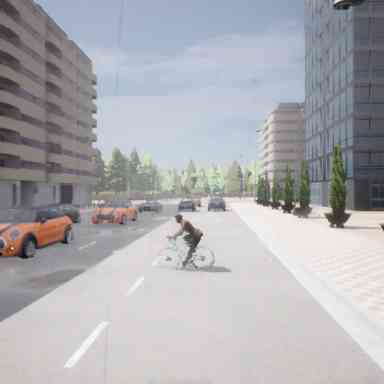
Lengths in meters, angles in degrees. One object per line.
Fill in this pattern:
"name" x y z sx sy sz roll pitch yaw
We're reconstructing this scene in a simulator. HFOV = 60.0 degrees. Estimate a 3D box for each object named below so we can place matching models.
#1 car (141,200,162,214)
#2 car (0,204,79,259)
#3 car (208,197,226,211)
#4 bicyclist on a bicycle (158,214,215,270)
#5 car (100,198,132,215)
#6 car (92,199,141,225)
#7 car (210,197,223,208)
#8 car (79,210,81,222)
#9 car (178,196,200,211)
"car" -4.461 1.564 36.106 1.994 1.385 4.181 0 0 5
"car" -6.349 1.351 12.627 2.097 1.767 4.553 0 0 4
"car" 3.049 1.352 40.767 2.097 1.767 4.553 0 0 5
"bicyclist on a bicycle" -0.192 1.450 9.537 1.656 1.620 0.582 -2 0 4
"car" -8.026 1.477 35.483 1.882 1.535 5.008 0 0 5
"car" -5.431 1.352 23.735 2.097 1.767 4.553 0 0 5
"car" 3.810 1.505 50.777 1.837 1.490 4.892 0 0 5
"car" -9.058 1.525 22.389 1.812 1.442 4.674 0 0 5
"car" -0.502 1.492 40.342 2.128 1.511 4.902 0 0 5
